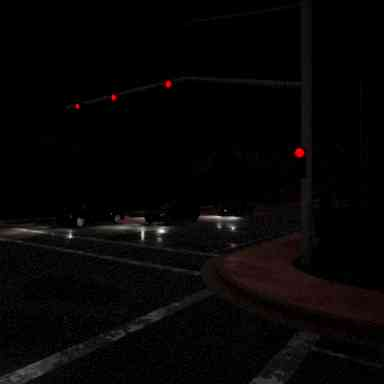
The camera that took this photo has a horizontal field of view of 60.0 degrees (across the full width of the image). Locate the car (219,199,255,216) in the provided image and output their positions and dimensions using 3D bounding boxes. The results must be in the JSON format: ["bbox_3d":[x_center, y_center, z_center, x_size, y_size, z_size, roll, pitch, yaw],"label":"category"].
[{"bbox_3d":[4.503,1.505,32.741,1.837,1.490,4.892,0,0,36],"label":"car"}]

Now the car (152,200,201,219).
[{"bbox_3d":[-1.342,1.504,30.627,1.837,1.490,4.892,0,0,36],"label":"car"}]

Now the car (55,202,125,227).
[{"bbox_3d":[-6.874,1.477,22.913,1.882,1.535,5.008,0,0,36],"label":"car"}]

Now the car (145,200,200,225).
[{"bbox_3d":[-1.358,1.477,24.603,1.882,1.535,5.008,0,0,36],"label":"car"}]
